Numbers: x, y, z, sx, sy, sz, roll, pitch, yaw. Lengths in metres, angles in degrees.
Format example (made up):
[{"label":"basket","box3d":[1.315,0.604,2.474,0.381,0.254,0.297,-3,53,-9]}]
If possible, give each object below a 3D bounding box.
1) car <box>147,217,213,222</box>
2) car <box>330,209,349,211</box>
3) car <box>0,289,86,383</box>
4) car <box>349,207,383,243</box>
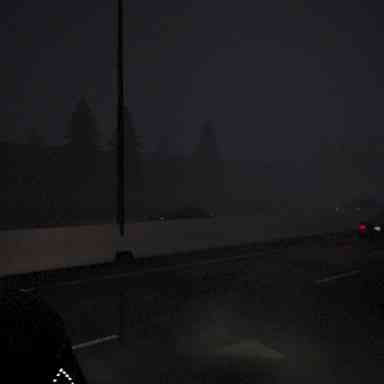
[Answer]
[{"label":"car","box3d":[-0.683,1.546,20.708,4.181,1.385,1.994,0,0,-36]},{"label":"car","box3d":[13.402,1.310,26.469,4.553,1.767,2.097,0,0,-36]},{"label":"car","box3d":[-3.312,1.224,1.380,5.566,2.045,2.150,0,0,-36]},{"label":"car","box3d":[9.498,1.522,14.832,5.357,1.411,2.033,0,0,-36]}]
